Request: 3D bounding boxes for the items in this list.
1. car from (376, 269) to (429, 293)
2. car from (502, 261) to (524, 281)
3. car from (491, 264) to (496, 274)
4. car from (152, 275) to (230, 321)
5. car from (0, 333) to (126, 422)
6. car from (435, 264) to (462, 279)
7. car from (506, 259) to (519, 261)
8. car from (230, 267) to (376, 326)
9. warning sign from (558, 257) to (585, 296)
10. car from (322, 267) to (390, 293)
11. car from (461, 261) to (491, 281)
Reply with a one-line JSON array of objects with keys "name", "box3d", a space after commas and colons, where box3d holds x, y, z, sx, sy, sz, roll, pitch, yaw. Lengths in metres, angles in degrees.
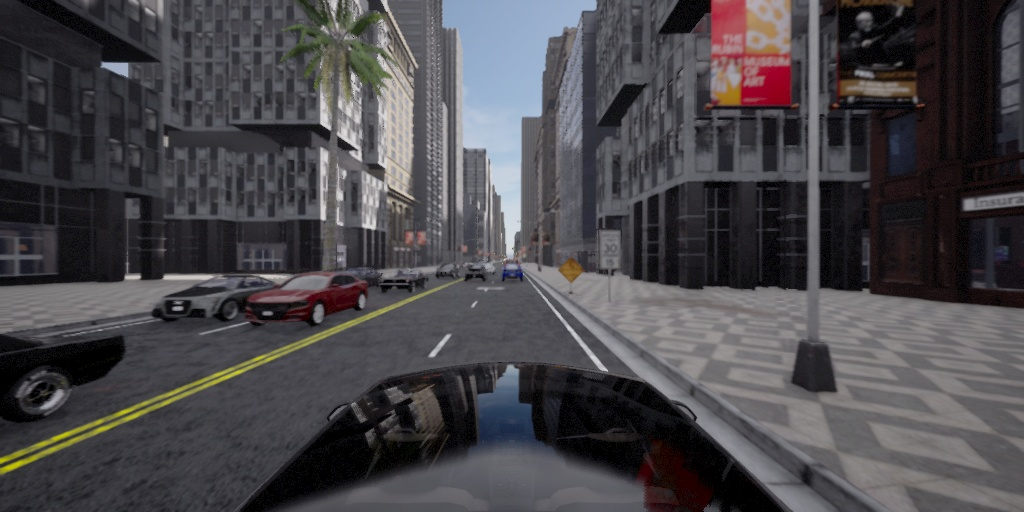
[{"name": "car", "box3d": [-6.591, 1.495, 22.327, 1.895, 1.301, 4.718, 0, -1, 0]}, {"name": "car", "box3d": [0.054, 1.482, 33.203, 1.882, 1.535, 5.008, 0, -1, 0]}, {"name": "car", "box3d": [-3.194, 1.709, 48.284, 1.812, 1.442, 4.674, 0, 0, 0]}, {"name": "car", "box3d": [-9.841, 1.379, 12.582, 1.994, 1.385, 4.181, 0, 0, 1]}, {"name": "car", "box3d": [-6.600, 1.358, 3.036, 1.895, 1.301, 4.718, 0, 0, -2]}, {"name": "car", "box3d": [-6.515, 1.550, 36.628, 1.837, 1.490, 4.892, 0, -1, 0]}, {"name": "car", "box3d": [0.042, 1.389, 46.798, 2.150, 2.045, 5.566, 0, 0, 1]}, {"name": "car", "box3d": [-6.600, 1.290, 12.176, 1.882, 1.535, 5.008, 0, 0, 0]}, {"name": "warning sign", "box3d": [2.850, 0.965, 17.386, 1.300, 1.860, 1.060, 0, 0, 0]}, {"name": "car", "box3d": [-9.843, 1.449, 23.173, 2.033, 1.411, 5.357, 0, -1, 0]}, {"name": "car", "box3d": [-3.244, 1.512, 33.321, 1.837, 1.490, 4.892, 0, 0, 0]}]
